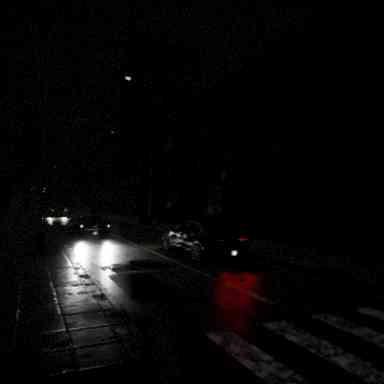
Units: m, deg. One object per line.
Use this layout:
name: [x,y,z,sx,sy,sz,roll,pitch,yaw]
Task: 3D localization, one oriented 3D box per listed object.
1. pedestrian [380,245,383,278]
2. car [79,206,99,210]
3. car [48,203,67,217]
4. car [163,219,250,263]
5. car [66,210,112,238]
pedestrian: [5.594,1.895,9.508,0.500,1.100,0.500,2,-1,-26]
car: [-11.628,2.338,37.657,1.882,1.535,5.008,3,-2,-26]
car: [-16.899,2.228,41.860,2.097,1.767,4.553,3,-2,-26]
car: [0.380,1.852,13.476,1.837,1.490,4.892,3,-2,-26]
car: [-6.253,1.985,20.195,1.895,1.301,4.718,3,-2,-26]
